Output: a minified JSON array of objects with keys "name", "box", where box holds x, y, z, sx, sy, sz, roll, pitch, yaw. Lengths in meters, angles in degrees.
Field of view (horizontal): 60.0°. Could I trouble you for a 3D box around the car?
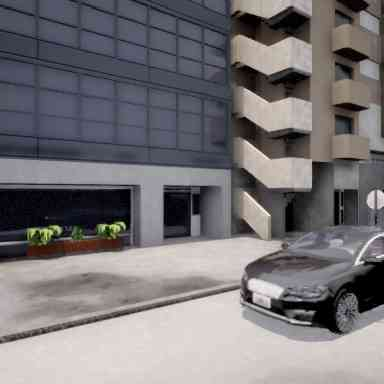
[{"name":"car","box":[3.131,1.491,6.808,4.902,1.511,2.128,0,0,-35]}]
